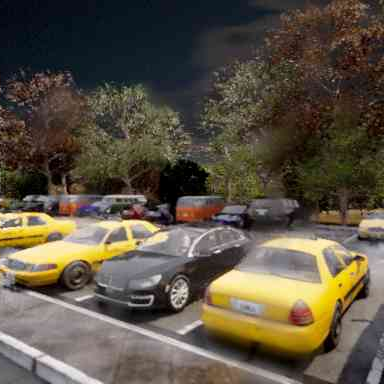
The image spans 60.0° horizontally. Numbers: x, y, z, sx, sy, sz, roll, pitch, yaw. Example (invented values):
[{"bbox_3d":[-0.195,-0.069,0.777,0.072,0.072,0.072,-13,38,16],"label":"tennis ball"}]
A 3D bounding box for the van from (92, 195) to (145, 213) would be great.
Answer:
[{"bbox_3d":[-5.914,1.270,28.323,1.878,1.987,4.442,0,0,36],"label":"van"}]

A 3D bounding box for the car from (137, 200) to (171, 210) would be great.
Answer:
[{"bbox_3d":[-1.467,1.521,25.272,2.163,1.488,4.792,0,0,36],"label":"car"}]

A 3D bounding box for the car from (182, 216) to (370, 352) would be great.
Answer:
[{"bbox_3d":[2.254,1.551,6.619,1.946,1.575,5.366,0,0,36],"label":"car"}]

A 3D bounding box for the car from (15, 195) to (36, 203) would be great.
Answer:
[{"bbox_3d":[-14.853,1.287,34.897,2.435,2.045,5.566,0,0,36],"label":"car"}]

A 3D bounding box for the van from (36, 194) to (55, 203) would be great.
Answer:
[{"bbox_3d":[-12.662,1.301,33.201,1.878,1.987,4.442,0,0,36],"label":"van"}]

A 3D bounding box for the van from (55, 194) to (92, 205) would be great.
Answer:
[{"bbox_3d":[-10.282,1.290,31.765,1.878,1.987,4.442,0,0,36],"label":"van"}]

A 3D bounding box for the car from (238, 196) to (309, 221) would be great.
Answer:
[{"bbox_3d":[5.365,1.271,20.323,2.435,2.045,5.566,0,0,36],"label":"car"}]

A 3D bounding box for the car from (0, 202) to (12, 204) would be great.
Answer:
[{"bbox_3d":[-11.339,1.498,16.229,2.231,1.521,4.892,0,0,36],"label":"car"}]

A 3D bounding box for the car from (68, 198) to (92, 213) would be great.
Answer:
[{"bbox_3d":[-8.103,1.504,30.049,2.097,1.535,5.008,0,0,36],"label":"car"}]

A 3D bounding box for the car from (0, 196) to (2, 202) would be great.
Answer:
[{"bbox_3d":[-21.570,1.572,39.791,2.097,1.535,5.008,0,0,36],"label":"car"}]

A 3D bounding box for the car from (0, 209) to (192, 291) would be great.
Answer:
[{"bbox_3d":[-2.460,1.526,9.576,1.946,1.575,5.366,0,0,36],"label":"car"}]

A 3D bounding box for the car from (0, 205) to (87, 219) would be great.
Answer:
[{"bbox_3d":[-7.054,1.502,12.904,1.946,1.575,5.366,0,0,36],"label":"car"}]

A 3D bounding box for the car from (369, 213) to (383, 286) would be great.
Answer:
[{"bbox_3d":[4.411,1.316,4.863,2.435,2.045,5.566,0,0,36],"label":"car"}]

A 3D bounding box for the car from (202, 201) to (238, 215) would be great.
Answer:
[{"bbox_3d":[3.087,1.539,21.902,2.163,1.488,4.792,0,0,36],"label":"car"}]

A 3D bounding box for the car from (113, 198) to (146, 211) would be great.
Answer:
[{"bbox_3d":[-3.604,1.520,26.820,2.163,1.488,4.792,0,0,36],"label":"car"}]

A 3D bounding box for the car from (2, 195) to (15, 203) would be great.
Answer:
[{"bbox_3d":[-17.097,1.298,36.522,2.435,2.045,5.566,0,0,36],"label":"car"}]

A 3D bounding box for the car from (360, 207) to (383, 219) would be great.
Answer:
[{"bbox_3d":[9.724,1.545,16.901,1.946,1.575,5.366,0,0,36],"label":"car"}]

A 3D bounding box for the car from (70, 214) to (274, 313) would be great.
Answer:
[{"bbox_3d":[-0.100,1.542,8.103,2.231,1.521,4.892,0,0,36],"label":"car"}]

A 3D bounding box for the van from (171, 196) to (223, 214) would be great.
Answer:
[{"bbox_3d":[0.829,1.273,23.717,1.878,1.987,4.442,0,0,36],"label":"van"}]

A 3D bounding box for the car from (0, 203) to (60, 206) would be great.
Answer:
[{"bbox_3d":[-8.985,1.495,14.760,1.946,1.575,5.366,0,0,36],"label":"car"}]
